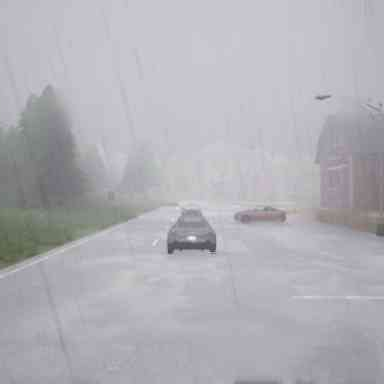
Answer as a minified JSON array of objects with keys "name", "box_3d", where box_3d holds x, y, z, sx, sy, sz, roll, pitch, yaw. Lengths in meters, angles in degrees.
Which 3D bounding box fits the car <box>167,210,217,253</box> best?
[{"name":"car","box_3d":[-0.003,1.705,14.353,1.994,1.385,4.181,0,0,0]}]

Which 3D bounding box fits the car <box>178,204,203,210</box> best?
[{"name":"car","box_3d":[-0.016,1.813,29.371,1.812,1.442,4.674,0,0,0]}]

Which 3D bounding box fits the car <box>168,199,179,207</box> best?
[{"name":"car","box_3d":[-3.591,2.103,64.060,1.882,1.535,5.008,0,-1,1]}]

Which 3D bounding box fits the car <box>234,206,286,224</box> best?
[{"name":"car","box_3d":[5.539,1.817,27.267,4.181,1.381,1.994,0,-1,-1]}]
